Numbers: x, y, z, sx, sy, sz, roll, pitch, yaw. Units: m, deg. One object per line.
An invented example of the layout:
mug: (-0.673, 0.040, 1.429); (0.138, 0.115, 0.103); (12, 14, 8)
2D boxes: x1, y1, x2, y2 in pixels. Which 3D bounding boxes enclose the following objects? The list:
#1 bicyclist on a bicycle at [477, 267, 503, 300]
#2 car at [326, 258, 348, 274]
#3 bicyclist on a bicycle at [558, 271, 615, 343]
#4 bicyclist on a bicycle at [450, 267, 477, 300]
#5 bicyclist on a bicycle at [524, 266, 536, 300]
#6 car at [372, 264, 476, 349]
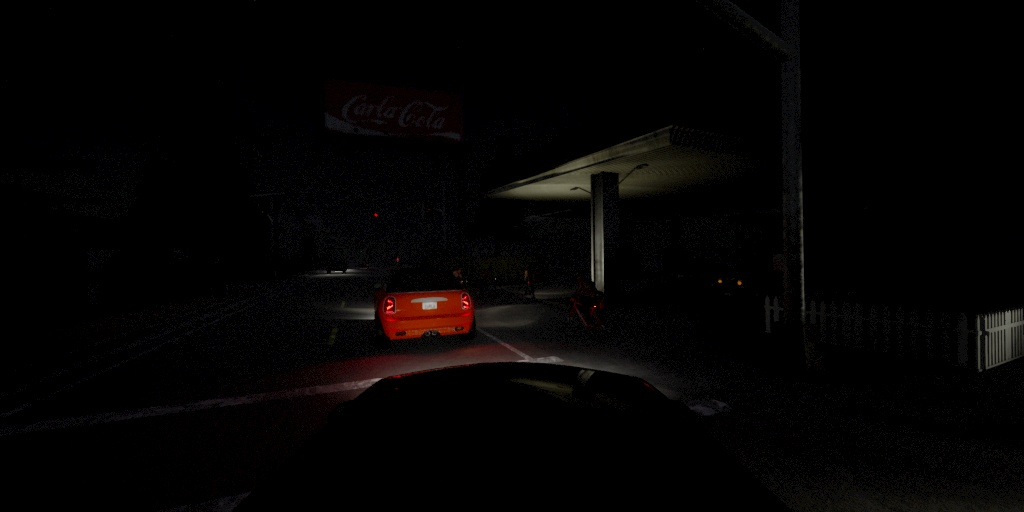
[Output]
bicyclist on a bicycle: (-1.214, 1.353, 17.723); (1.656, 1.620, 0.582); (0, 0, -21)
car: (-23.420, 1.257, 47.911); (2.150, 2.045, 5.566); (-1, 0, -24)
bicyclist on a bicycle: (1.753, 1.201, 8.611); (0.582, 1.620, 1.656); (3, -2, -42)
bicyclist on a bicycle: (-2.530, 1.328, 16.349); (1.656, 1.620, 0.582); (1, 0, 37)
bicyclist on a bicycle: (0.895, 1.339, 17.825); (0.582, 1.620, 1.656); (-1, 0, 16)
car: (-2.490, 1.064, 9.422); (2.097, 1.767, 4.553); (-1, 0, -22)
